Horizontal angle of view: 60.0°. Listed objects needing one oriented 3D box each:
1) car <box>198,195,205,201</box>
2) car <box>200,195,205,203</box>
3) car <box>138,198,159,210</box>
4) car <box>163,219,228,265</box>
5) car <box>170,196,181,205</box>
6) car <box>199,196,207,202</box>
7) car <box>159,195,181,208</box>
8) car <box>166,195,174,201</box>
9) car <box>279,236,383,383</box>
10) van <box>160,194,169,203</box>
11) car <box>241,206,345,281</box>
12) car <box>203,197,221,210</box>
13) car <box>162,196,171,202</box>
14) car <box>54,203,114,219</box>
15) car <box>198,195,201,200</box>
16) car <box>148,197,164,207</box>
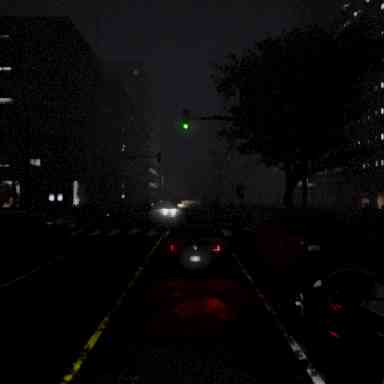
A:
[{"bbox_3d":[2.672,1.640,91.912,1.887,1.381,4.507,0,0,0],"label":"car"},{"bbox_3d":[2.680,1.559,53.353,1.752,1.417,4.829,0,0,0],"label":"car"},{"bbox_3d":[-5.697,1.572,42.115,2.008,1.369,4.403,0,0,0],"label":"car"},{"bbox_3d":[0.097,1.604,11.651,1.895,1.301,4.718,0,0,0],"label":"car"},{"bbox_3d":[-3.040,1.525,63.097,1.882,1.535,5.008,0,0,1],"label":"car"},{"bbox_3d":[2.674,1.600,81.016,1.752,1.417,4.829,0,0,0],"label":"car"},{"bbox_3d":[-3.094,1.517,47.292,2.128,1.511,4.902,0,0,0],"label":"car"},{"bbox_3d":[-5.707,1.525,86.378,1.967,1.590,4.097,0,0,0],"label":"car"},{"bbox_3d":[2.691,1.567,4.206,1.947,1.339,4.313,0,0,0],"label":"car"},{"bbox_3d":[-5.703,1.399,69.780,1.690,1.788,3.998,0,0,0],"label":"van"},{"bbox_3d":[2.690,1.317,9.729,2.192,1.841,5.009,0,0,0],"label":"car"},{"bbox_3d":[2.683,1.566,42.117,1.887,1.381,4.507,0,0,0],"label":"car"},{"bbox_3d":[-5.704,1.648,75.311,1.802,1.307,4.206,0,0,0],"label":"car"},{"bbox_3d":[-9.184,1.552,28.235,4.718,1.301,1.895,2,0,15],"label":"car"},{"bbox_3d":[2.677,1.639,69.780,1.802,1.307,4.206,0,0,0],"label":"car"},{"bbox_3d":[-5.700,1.585,53.182,2.008,1.369,4.403,0,0,0],"label":"car"}]
